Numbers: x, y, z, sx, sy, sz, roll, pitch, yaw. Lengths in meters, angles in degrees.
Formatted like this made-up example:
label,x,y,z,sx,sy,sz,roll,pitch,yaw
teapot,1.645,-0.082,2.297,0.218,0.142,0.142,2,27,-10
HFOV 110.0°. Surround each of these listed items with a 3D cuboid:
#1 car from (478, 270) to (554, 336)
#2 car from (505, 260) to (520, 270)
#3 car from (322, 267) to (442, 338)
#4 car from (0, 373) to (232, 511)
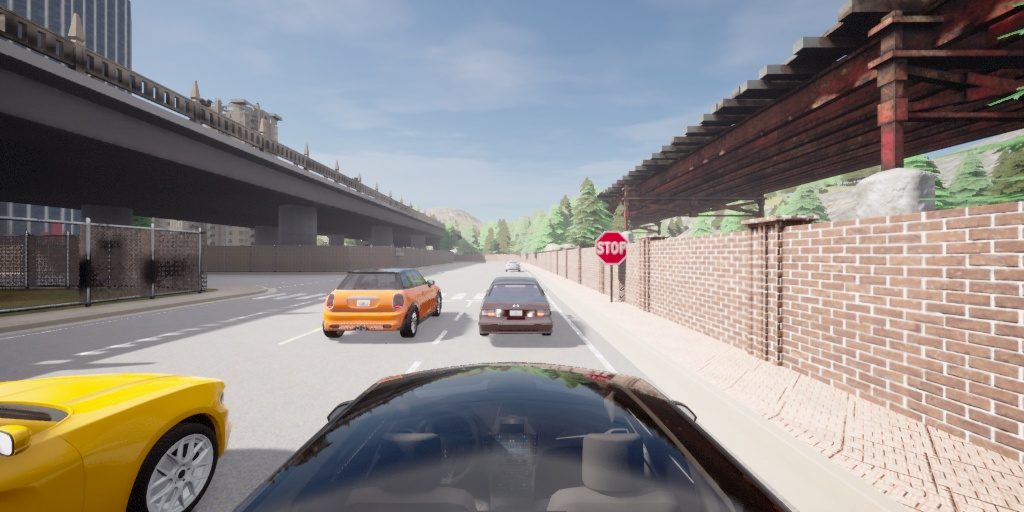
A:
label,x,y,z,sx,sy,sz,roll,pitch,yaw
car,0.088,1.297,10.369,2.033,1.411,5.357,0,0,0
car,0.113,1.276,46.246,1.812,1.442,4.674,0,0,-1
car,-3.413,1.102,10.350,2.097,1.767,4.553,0,0,0
car,-3.397,1.228,1.092,1.882,1.535,5.008,0,0,0
